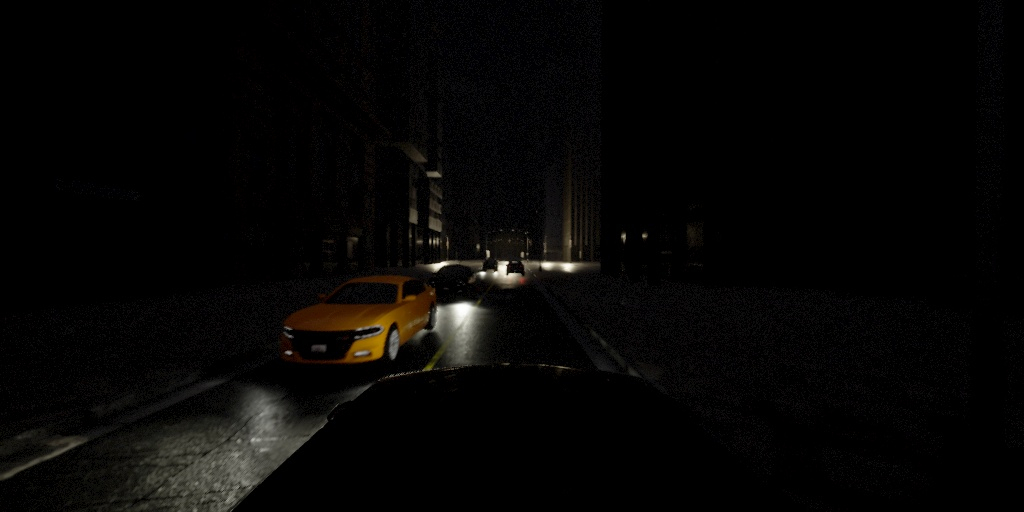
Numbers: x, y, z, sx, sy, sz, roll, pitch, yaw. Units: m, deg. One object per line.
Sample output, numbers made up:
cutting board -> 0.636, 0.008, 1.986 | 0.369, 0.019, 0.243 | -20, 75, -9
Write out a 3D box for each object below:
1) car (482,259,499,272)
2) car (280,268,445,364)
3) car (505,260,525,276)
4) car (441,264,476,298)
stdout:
car -> -2.728, 1.179, 45.939 | 1.882, 1.535, 5.008 | 0, 0, 0
car -> -3.070, 1.208, 8.251 | 1.882, 1.535, 5.008 | 0, 0, 1
car -> 0.317, 1.215, 36.573 | 2.128, 1.511, 4.902 | 0, 0, 0
car -> -2.986, 1.201, 18.699 | 1.882, 1.535, 5.008 | 0, 0, 0
